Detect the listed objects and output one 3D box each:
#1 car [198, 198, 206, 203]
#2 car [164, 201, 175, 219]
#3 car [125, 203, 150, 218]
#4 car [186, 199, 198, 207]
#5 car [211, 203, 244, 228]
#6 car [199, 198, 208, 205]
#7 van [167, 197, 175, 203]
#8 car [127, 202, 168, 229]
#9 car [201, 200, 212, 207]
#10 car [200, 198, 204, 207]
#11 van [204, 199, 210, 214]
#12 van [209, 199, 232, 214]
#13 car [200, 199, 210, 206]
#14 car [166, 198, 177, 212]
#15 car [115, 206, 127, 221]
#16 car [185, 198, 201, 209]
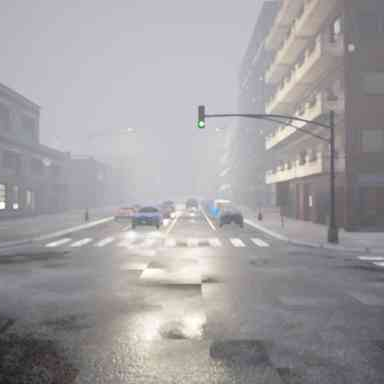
[{"bbox_3d":[2.672,2.375,91.102,2.008,1.369,4.403,1,0,0],"label":"car"},{"bbox_3d":[-3.095,1.885,33.342,1.994,1.385,4.181,0,-1,1],"label":"car"},{"bbox_3d":[-5.691,1.884,35.258,1.887,1.381,4.507,1,-1,0],"label":"car"},{"bbox_3d":[-0.023,2.090,64.041,2.128,1.511,4.902,0,0,0],"label":"car"},{"bbox_3d":[2.693,1.786,24.136,2.008,1.369,4.403,1,-1,0],"label":"car"},{"bbox_3d":[2.676,2.277,79.941,1.887,1.381,4.507,1,0,0],"label":"car"},{"bbox_3d":[-5.705,2.164,91.059,1.690,1.788,3.998,1,0,0],"label":"van"},{"bbox_3d":[-3.099,1.712,24.105,1.882,1.535,5.008,0,-1,0],"label":"car"},{"bbox_3d":[2.680,2.157,63.199,1.947,1.339,4.313,1,0,0],"label":"car"},{"bbox_3d":[2.684,2.020,52.207,1.752,1.417,4.829,1,-1,0],"label":"car"},{"bbox_3d":[2.691,1.733,40.879,1.690,1.788,3.998,1,-1,0],"label":"van"},{"bbox_3d":[2.694,1.629,29.717,1.690,1.788,3.998,1,-1,0],"label":"van"},{"bbox_3d":[2.679,2.204,68.780,1.947,1.339,4.313,1,0,0],"label":"car"},{"bbox_3d":[-3.094,1.921,43.600,1.837,1.490,4.892,0,-1,1],"label":"car"},{"bbox_3d":[-5.690,1.869,29.677,1.802,1.307,4.206,1,-1,0],"label":"car"},{"bbox_3d":[-0.018,1.862,54.007,2.097,1.767,4.553,0,-1,0],"label":"car"}]
